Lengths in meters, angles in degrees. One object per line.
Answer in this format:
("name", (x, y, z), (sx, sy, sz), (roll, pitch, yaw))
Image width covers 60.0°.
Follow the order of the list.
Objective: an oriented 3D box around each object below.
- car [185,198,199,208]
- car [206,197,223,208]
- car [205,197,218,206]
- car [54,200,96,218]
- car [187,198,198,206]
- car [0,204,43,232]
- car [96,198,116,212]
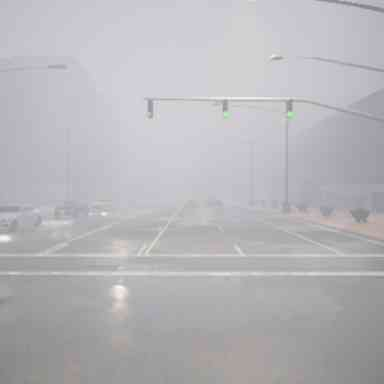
("car", (0.013, 1.543, 48.635), (1.882, 1.535, 5.008), (0, 0, 0))
("car", (3.515, 1.636, 49.931), (1.994, 1.385, 4.181), (0, 0, 0))
("car", (3.517, 1.676, 59.884), (2.033, 1.411, 5.357), (0, 0, 0))
("car", (-10.551, 1.451, 29.544), (2.128, 1.511, 4.902), (0, 0, 0))
("car", (0.016, 1.725, 59.083), (1.895, 1.301, 4.718), (0, 0, 0))
("car", (-10.562, 1.454, 19.765), (1.812, 1.442, 4.674), (0, 0, 0))
("car", (-10.512, 1.493, 39.697), (1.882, 1.535, 5.008), (0, 0, 0))
